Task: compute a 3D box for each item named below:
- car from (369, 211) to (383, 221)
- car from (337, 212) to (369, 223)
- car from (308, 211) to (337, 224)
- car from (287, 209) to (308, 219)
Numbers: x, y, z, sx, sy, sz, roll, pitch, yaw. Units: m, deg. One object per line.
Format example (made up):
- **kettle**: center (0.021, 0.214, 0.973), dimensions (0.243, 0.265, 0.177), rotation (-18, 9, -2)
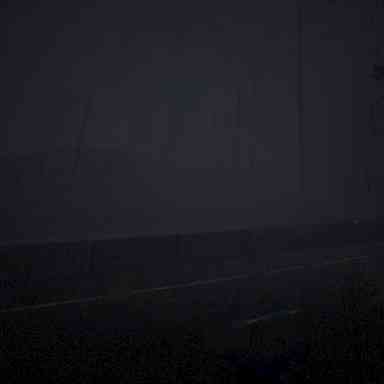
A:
- **car**: center (21.085, 2.760, 35.436), dimensions (4.892, 1.490, 1.837), rotation (1, -4, -41)
- **car**: center (18.821, 3.020, 38.092), dimensions (4.181, 1.385, 1.994), rotation (1, -4, -41)
- **car**: center (16.504, 3.197, 40.709), dimensions (4.181, 1.385, 1.994), rotation (1, -4, -41)
- **car**: center (14.178, 3.005, 43.343), dimensions (4.674, 1.442, 1.812), rotation (1, -4, -41)
